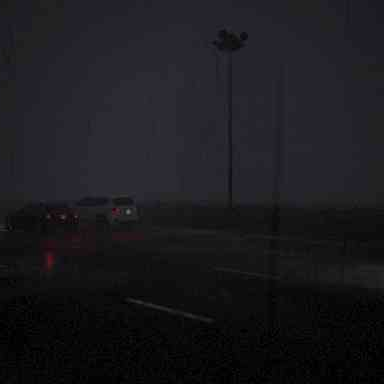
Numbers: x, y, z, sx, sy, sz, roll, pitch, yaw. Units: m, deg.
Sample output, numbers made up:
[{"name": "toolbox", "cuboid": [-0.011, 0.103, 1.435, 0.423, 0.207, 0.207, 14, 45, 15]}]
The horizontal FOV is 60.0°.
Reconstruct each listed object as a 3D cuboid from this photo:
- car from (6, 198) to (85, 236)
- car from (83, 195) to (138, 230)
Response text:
[{"name": "car", "cuboid": [-8.448, 1.354, 18.611, 4.553, 1.767, 2.097, 0, 0, 35]}, {"name": "car", "cuboid": [-5.917, 1.224, 21.107, 5.566, 2.045, 2.150, 0, 0, 35]}]
